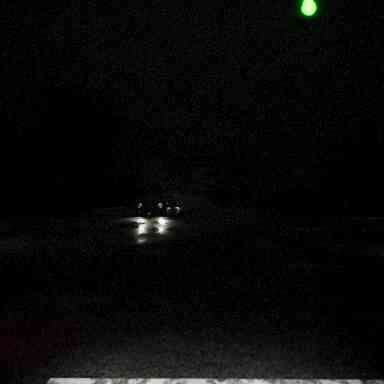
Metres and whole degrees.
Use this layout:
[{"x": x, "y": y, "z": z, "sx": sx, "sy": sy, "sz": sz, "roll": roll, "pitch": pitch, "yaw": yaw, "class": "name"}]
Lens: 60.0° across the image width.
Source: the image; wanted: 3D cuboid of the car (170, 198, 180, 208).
[{"x": -3.006, "y": 1.768, "z": 53.859, "sx": 1.837, "sy": 1.490, "sz": 4.892, "roll": 0, "pitch": -2, "yaw": 1, "class": "car"}]

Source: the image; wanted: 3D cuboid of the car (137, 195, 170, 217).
[{"x": -3.233, "y": 1.050, "z": 27.657, "sx": 2.097, "sy": 1.767, "sz": 4.553, "roll": 0, "pitch": 0, "yaw": 0, "class": "car"}]
